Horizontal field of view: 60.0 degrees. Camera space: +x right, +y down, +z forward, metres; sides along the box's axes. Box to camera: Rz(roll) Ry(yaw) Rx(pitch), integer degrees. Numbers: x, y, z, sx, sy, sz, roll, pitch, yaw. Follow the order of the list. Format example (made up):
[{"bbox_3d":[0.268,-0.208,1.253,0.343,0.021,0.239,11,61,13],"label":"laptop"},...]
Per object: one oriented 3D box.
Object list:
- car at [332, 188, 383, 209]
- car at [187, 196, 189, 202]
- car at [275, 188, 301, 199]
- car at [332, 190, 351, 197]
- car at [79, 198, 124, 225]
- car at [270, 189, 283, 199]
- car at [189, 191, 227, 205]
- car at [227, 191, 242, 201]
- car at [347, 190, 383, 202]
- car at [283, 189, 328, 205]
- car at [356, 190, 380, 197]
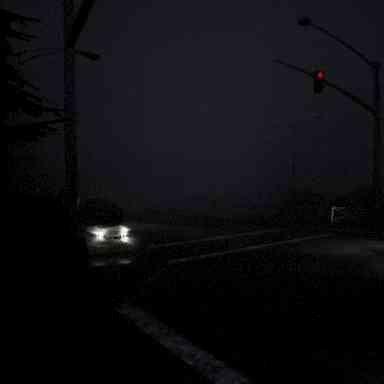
[{"bbox_3d":[15.351,0.596,30.801,1.905,1.878,3.866,-1,1,-36],"label":"car"},{"bbox_3d":[0.936,0.776,51.138,1.970,1.475,3.806,-1,1,-36],"label":"car"},{"bbox_3d":[18.544,0.277,64.534,1.932,1.855,4.605,-1,1,-36],"label":"car"},{"bbox_3d":[33.781,0.248,75.177,1.845,1.501,3.633,-1,1,-36],"label":"car"},{"bbox_3d":[-6.144,1.184,21.861,1.882,1.535,5.008,-1,1,-35],"label":"car"},{"bbox_3d":[16.413,0.304,62.516,1.905,1.878,3.866,-1,1,-36],"label":"car"},{"bbox_3d":[2.029,0.895,43.271,2.007,1.523,4.514,-1,1,-36],"label":"car"},{"bbox_3d":[5.980,0.592,55.114,2.152,1.636,5.027,-1,1,-36],"label":"car"},{"bbox_3d":[24.051,0.565,45.749,2.007,1.523,4.514,-1,1,-36],"label":"car"},{"bbox_3d":[13.479,0.570,39.120,1.932,1.855,4.605,-1,1,-36],"label":"car"},{"bbox_3d":[35.645,0.300,67.400,1.970,1.475,3.806,-1,1,-36],"label":"car"}]
